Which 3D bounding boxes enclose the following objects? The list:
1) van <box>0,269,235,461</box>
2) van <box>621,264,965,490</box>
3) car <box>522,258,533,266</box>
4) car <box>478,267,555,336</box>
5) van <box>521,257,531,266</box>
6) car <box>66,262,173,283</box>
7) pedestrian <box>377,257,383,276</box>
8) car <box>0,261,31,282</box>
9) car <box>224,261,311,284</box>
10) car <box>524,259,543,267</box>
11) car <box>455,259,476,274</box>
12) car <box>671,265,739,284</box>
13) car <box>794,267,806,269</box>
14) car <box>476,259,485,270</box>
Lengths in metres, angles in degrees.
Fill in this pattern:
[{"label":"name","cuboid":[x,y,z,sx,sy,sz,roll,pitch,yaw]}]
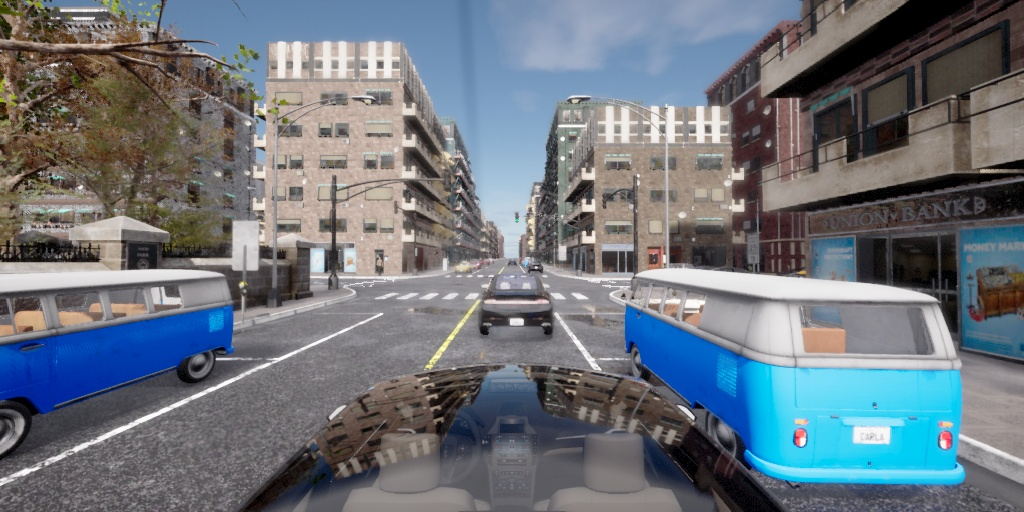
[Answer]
[{"label":"van","cuboid":[-5.653,1.092,4.520,1.690,1.789,3.998,0,0,0]},{"label":"van","cuboid":[2.662,1.091,4.509,1.690,1.789,3.998,0,0,0]},{"label":"car","cuboid":[2.742,1.317,48.098,2.007,1.370,4.403,0,0,0]},{"label":"car","cuboid":[0.110,1.245,10.357,2.128,1.511,4.902,0,0,0]},{"label":"van","cuboid":[2.755,1.112,59.383,1.690,1.789,3.998,0,0,0]},{"label":"car","cuboid":[-27.609,1.134,25.369,5.357,1.411,2.033,0,-1,1]},{"label":"pedestrian","cuboid":[-12.503,0.967,33.914,0.375,1.860,0.375,0,-1,1]},{"label":"car","cuboid":[-38.275,1.077,25.512,5.357,1.411,2.033,0,-1,1]},{"label":"car","cuboid":[-17.109,1.148,25.205,4.892,1.490,1.837,0,-1,2]},{"label":"car","cuboid":[2.736,1.330,42.456,1.948,1.339,4.313,0,0,0]},{"label":"car","cuboid":[-5.644,1.289,42.294,1.751,1.417,4.829,0,0,0]},{"label":"car","cuboid":[14.983,1.443,28.018,4.181,1.385,1.994,0,-1,1]},{"label":"car","cuboid":[25.040,1.413,27.886,5.008,1.535,1.882,0,-1,1]},{"label":"car","cuboid":[-5.632,1.209,53.750,1.967,1.591,4.097,0,0,0]}]
